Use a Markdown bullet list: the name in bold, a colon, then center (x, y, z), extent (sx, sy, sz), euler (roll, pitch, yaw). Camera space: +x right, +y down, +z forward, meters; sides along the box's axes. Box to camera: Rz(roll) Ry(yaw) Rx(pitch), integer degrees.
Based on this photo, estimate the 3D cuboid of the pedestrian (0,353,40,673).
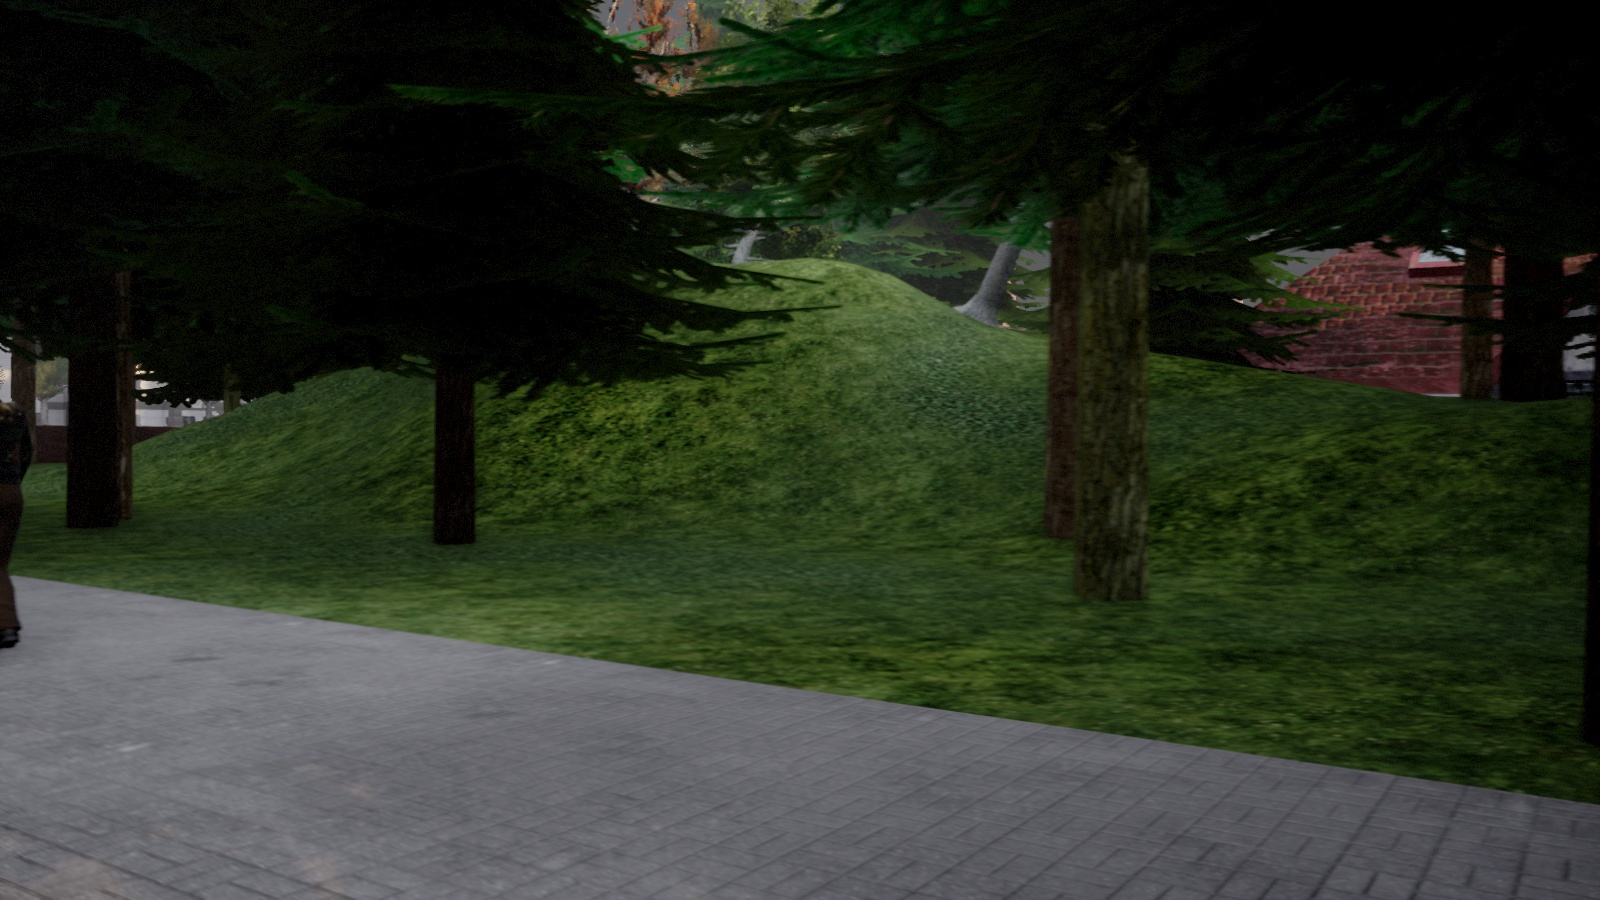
- **pedestrian**: center (-5.098, 0.381, 7.788), extent (0.692, 1.930, 0.395), euler (0, 1, 36)
